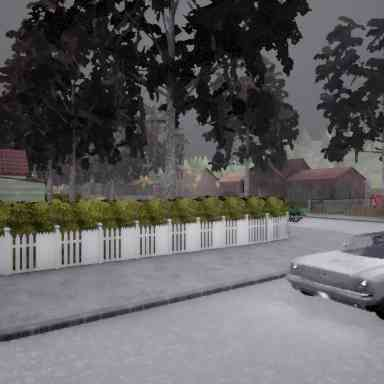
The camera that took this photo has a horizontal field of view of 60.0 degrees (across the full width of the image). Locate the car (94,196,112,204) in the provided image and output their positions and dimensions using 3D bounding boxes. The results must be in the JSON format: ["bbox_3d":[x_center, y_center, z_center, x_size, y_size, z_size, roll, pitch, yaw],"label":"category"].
[{"bbox_3d":[-17.267,1.564,64.464,1.994,1.385,4.181,0,0,-36],"label":"car"}]

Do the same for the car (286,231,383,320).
[{"bbox_3d":[4.303,1.601,7.331,4.718,1.301,1.895,0,0,-32],"label":"car"}]

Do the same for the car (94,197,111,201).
[{"bbox_3d":[-14.878,1.526,54.037,1.812,1.442,4.674,0,0,-35],"label":"car"}]

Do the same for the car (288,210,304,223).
[{"bbox_3d":[5.894,1.601,24.755,1.895,1.301,4.718,0,0,-36],"label":"car"}]
